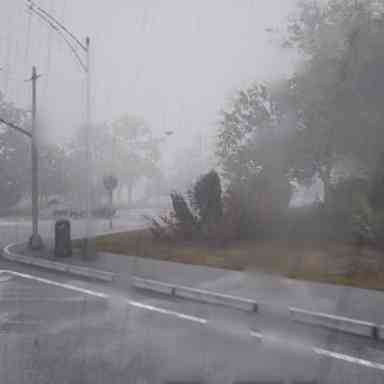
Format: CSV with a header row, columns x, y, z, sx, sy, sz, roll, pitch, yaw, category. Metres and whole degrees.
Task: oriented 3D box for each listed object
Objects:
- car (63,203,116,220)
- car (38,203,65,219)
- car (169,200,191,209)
x,y,z,sx,sy,sz,roll,pitch,yaw,category
-9.661,1.923,32.216,1.895,1.301,4.718,-1,0,32,car
-13.101,1.856,33.329,2.128,1.511,4.902,-1,0,32,car
-1.680,1.905,51.341,1.812,1.442,4.674,-1,0,33,car
